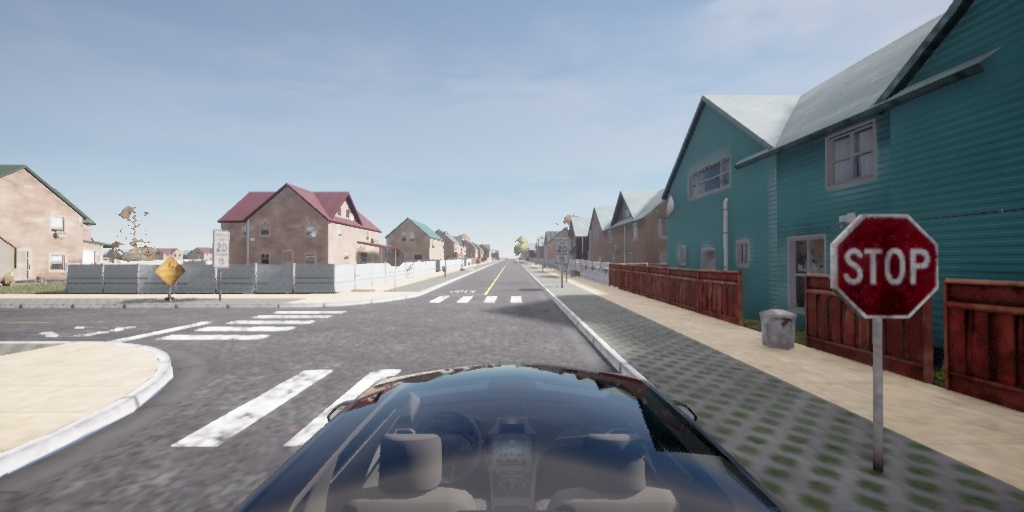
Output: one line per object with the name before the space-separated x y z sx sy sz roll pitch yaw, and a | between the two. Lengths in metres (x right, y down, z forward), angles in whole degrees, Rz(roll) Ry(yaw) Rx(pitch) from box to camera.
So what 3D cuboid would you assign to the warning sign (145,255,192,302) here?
warning sign | -14.000 0.907 14.649 1.060 1.860 1.300 0 0 0
